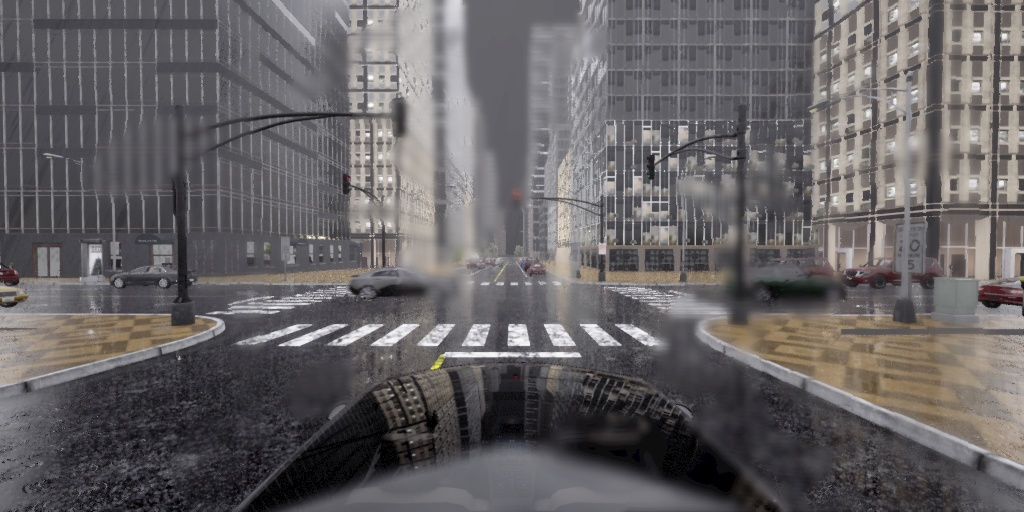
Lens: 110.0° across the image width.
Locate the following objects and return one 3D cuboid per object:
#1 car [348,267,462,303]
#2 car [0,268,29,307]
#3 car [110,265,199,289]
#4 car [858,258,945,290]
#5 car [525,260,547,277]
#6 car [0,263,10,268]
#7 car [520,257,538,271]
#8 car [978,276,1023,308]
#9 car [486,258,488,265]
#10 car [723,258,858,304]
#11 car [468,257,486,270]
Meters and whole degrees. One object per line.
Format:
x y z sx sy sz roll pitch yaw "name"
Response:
-4.758 1.239 16.153 4.902 1.511 2.128 0 0 0 "car"
-21.257 1.301 13.426 4.829 1.417 1.751 0 0 0 "car"
-21.442 1.204 21.564 4.403 1.370 2.007 0 0 0 "car"
22.900 1.032 21.649 5.009 1.841 2.192 0 0 0 "car"
2.544 1.318 35.776 1.802 1.307 4.207 0 0 0 "car"
-32.558 1.077 21.472 4.097 1.591 1.967 0 0 0 "car"
2.569 1.045 46.826 2.192 1.841 5.009 0 0 0 "car"
20.184 1.417 13.505 4.207 1.307 1.802 0 0 0 "car"
-5.295 1.306 57.853 1.802 1.307 4.207 0 0 0 "car"
12.216 1.136 16.172 4.553 1.767 2.097 0 1 0 "car"
-5.297 1.167 52.328 1.967 1.591 4.097 0 0 0 "car"
